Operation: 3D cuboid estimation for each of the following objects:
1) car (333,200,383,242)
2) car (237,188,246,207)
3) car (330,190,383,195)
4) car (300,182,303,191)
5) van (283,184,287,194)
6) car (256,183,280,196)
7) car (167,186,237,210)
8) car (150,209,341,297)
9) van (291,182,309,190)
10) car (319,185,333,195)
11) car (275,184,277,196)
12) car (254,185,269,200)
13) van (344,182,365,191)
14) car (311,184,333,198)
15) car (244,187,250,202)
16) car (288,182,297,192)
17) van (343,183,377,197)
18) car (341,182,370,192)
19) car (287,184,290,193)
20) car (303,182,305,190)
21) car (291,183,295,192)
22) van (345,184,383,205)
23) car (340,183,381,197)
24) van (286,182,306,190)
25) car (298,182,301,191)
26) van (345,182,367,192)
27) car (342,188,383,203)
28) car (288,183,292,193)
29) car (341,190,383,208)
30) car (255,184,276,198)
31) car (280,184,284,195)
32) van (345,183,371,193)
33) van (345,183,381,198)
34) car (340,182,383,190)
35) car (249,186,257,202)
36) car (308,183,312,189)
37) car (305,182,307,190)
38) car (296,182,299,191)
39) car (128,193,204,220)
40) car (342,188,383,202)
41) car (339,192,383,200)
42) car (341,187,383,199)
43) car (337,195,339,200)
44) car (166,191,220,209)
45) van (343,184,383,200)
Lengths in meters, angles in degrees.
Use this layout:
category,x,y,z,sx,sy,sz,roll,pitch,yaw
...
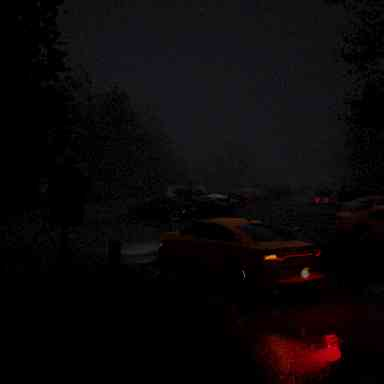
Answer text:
category,x,y,z,sx,sy,sz,roll,pitch,yaw
car,8.811,1.343,14.199,5.008,1.535,2.097,1,3,25
car,1.682,0.709,29.542,5.366,1.575,1.946,1,3,25
car,13.222,0.905,24.222,5.366,1.575,1.946,1,3,25
car,19.889,-0.796,70.020,5.366,1.575,1.946,1,2,25
van,12.049,-0.416,52.238,4.442,1.987,1.878,1,2,25
car,9.654,-0.144,47.237,4.553,1.767,2.185,1,2,25
car,0.380,0.569,27.076,5.566,2.045,2.435,1,3,25
car,0.886,1.394,8.462,1.882,1.535,5.008,2,-1,-31
van,29.219,-1.627,90.140,4.442,1.987,1.878,1,1,25
car,22.855,-0.329,56.543,1.882,1.535,5.008,1,2,25
car,8.459,0.074,44.733,4.892,1.521,2.231,1,3,25
car,6.033,0.263,39.887,5.366,1.575,1.946,1,3,25
van,38.785,-1.329,79.636,4.442,1.987,1.878,1,2,25
car,18.555,0.002,47.193,2.128,1.511,4.902,1,2,25
car,2.679,0.601,32.137,4.892,1.521,2.231,1,3,25
car,16.411,-0.540,62.457,5.366,1.575,1.946,1,2,25
van,24.848,-0.302,49.327,4.442,1.987,1.878,1,2,25
car,35.392,-1.097,72.044,5.566,2.045,2.435,1,2,25
car,13.076,-0.249,54.829,4.792,1.488,2.163,1,2,25
car,22.348,-1.087,74.993,4.553,1.767,2.185,1,2,25
car,15.394,-0.420,59.871,4.792,1.488,2.163,1,2,25
van,18.175,0.248,34.256,4.442,1.987,1.878,1,3,25
car,26.085,-0.411,51.804,5.566,2.045,2.435,1,2,25
van,25.748,-1.445,82.589,4.442,1.987,1.878,1,2,25
car,18.893,-0.704,67.424,4.892,1.521,2.231,1,2,25
van,36.680,-1.155,74.501,4.442,1.987,1.878,1,2,25
car,19.252,0.398,36.819,4.792,1.488,2.163,1,3,25
car,14.235,-0.334,57.350,4.792,1.488,2.163,1,2,25
car,16.835,0.612,31.700,4.792,1.488,2.163,1,3,25
car,7.478,0.170,42.141,5.366,1.575,1.946,1,3,25
car,10.810,-0.077,49.762,4.792,1.488,2.163,1,2,25
van,32.053,-0.814,64.438,4.442,1.987,1.878,1,2,25
van,23.903,-0.213,46.714,4.442,1.987,1.878,1,2,25
car,15.730,0.442,29.150,5.566,2.045,2.435,1,3,25
car,3.664,0.485,34.737,5.366,1.575,1.946,1,3,25
car,27.039,-1.554,85.049,5.566,2.045,2.435,1,2,25
car,23.530,-1.047,77.508,5.008,1.535,2.097,1,2,25
car,17.745,-0.618,64.897,4.892,1.521,2.231,1,2,25
car,-1.990,1.067,22.072,4.792,1.488,2.163,1,3,25
car,20.355,0.305,39.215,4.792,1.488,2.163,1,2,25
car,10.001,1.109,16.695,4.553,1.767,2.185,1,3,25
car,22.645,0.096,44.253,5.008,1.535,2.097,1,2,25
car,11.051,1.159,19.128,4.792,1.488,2.163,1,3,25
car,-0.800,0.929,24.577,5.008,1.535,2.097,1,3,25
van,21.379,-0.043,41.763,4.442,1.987,1.878,1,2,24
